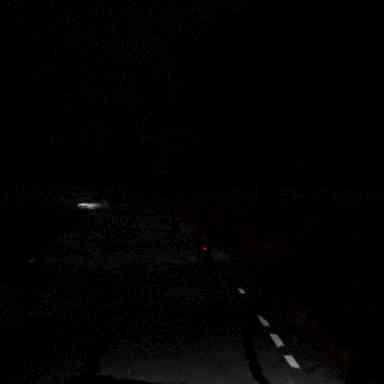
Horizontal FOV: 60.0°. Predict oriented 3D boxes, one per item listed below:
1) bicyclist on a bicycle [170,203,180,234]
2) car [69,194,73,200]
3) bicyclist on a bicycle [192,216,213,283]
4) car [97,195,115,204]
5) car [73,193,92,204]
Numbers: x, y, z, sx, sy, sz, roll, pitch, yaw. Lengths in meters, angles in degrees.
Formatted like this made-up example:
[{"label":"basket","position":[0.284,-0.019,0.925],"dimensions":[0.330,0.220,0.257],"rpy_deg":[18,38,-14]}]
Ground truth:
[{"label":"bicyclist on a bicycle","position":[-0.911,1.433,18.171],"dimensions":[0.582,1.620,1.656],"rpy_deg":[0,0,-10]},{"label":"car","position":[-24.148,0.900,69.560],"dimensions":[1.812,1.442,4.674],"rpy_deg":[0,1,-39]},{"label":"bicyclist on a bicycle","position":[0.291,1.456,8.722],"dimensions":[0.582,1.620,1.656],"rpy_deg":[0,0,-5]},{"label":"car","position":[-13.873,1.145,53.743],"dimensions":[2.033,1.411,5.357],"rpy_deg":[0,1,-28]},{"label":"car","position":[-17.494,1.167,53.781],"dimensions":[1.895,1.301,4.718],"rpy_deg":[0,1,-29]}]
